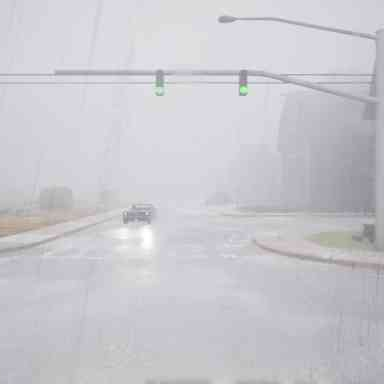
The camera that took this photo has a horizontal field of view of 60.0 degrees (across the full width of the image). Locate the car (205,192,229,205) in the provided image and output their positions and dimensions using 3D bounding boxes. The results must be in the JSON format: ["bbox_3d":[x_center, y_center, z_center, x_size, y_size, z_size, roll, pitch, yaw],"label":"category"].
[{"bbox_3d":[3.932,0.991,52.666,1.905,1.878,3.866,-8,4,-42],"label":"car"}]

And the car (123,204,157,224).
[{"bbox_3d":[-3.685,1.522,24.048,1.895,1.301,4.718,0,0,0],"label":"car"}]
